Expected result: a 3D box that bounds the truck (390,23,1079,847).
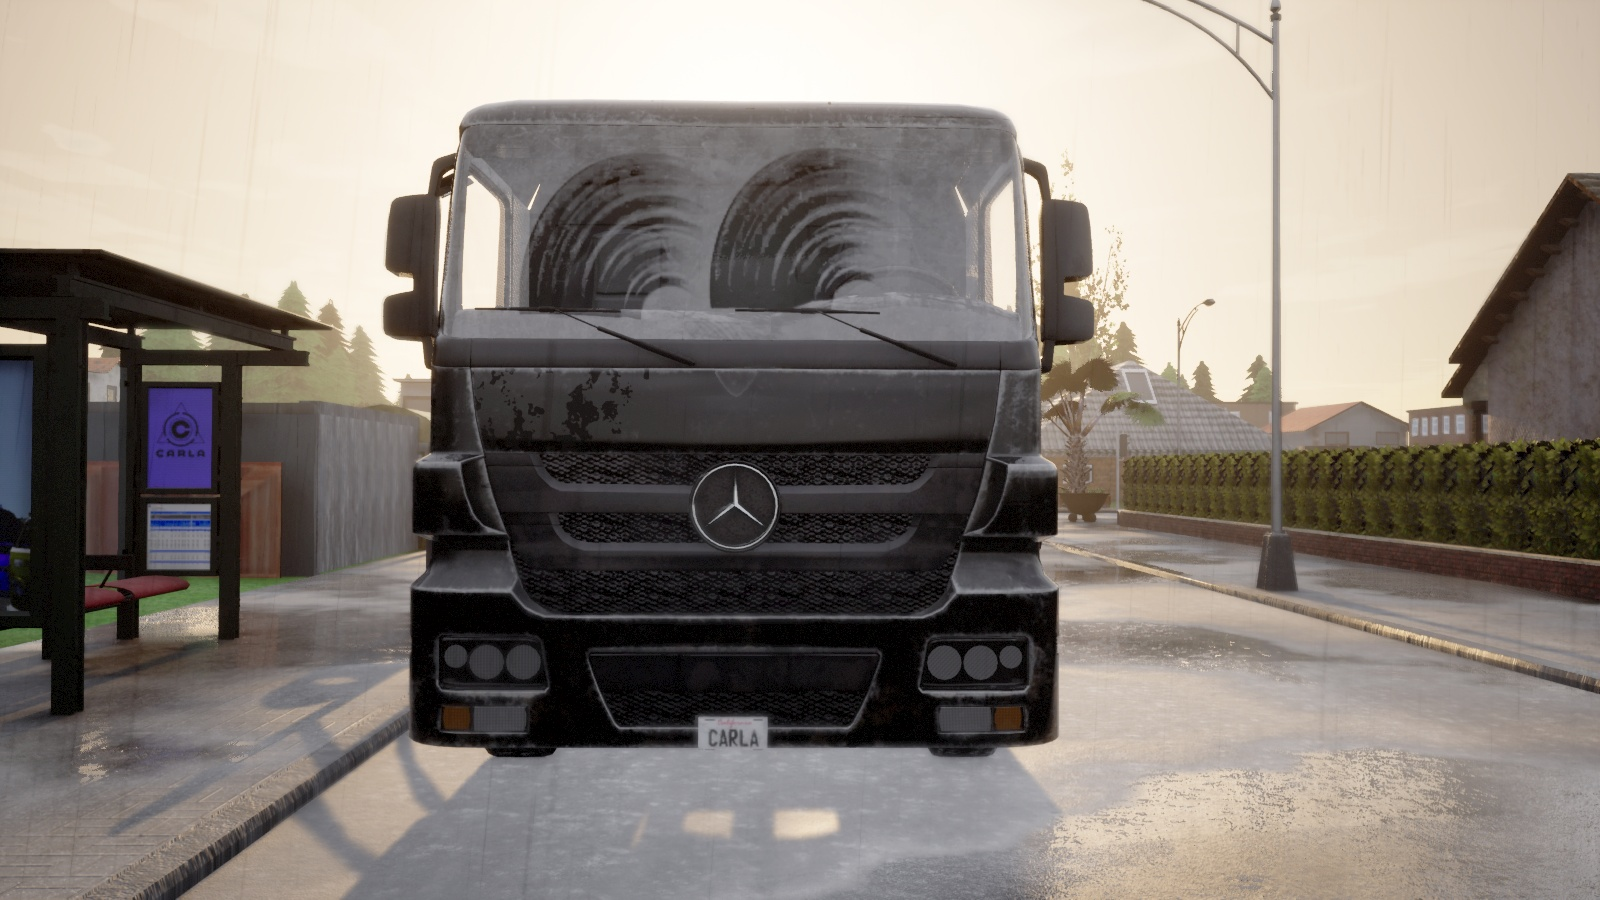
[{"bbox_3d":[-0.345,-0.011,9.266,2.891,3.462,7.936,0,-1,-1],"label":"truck"}]
